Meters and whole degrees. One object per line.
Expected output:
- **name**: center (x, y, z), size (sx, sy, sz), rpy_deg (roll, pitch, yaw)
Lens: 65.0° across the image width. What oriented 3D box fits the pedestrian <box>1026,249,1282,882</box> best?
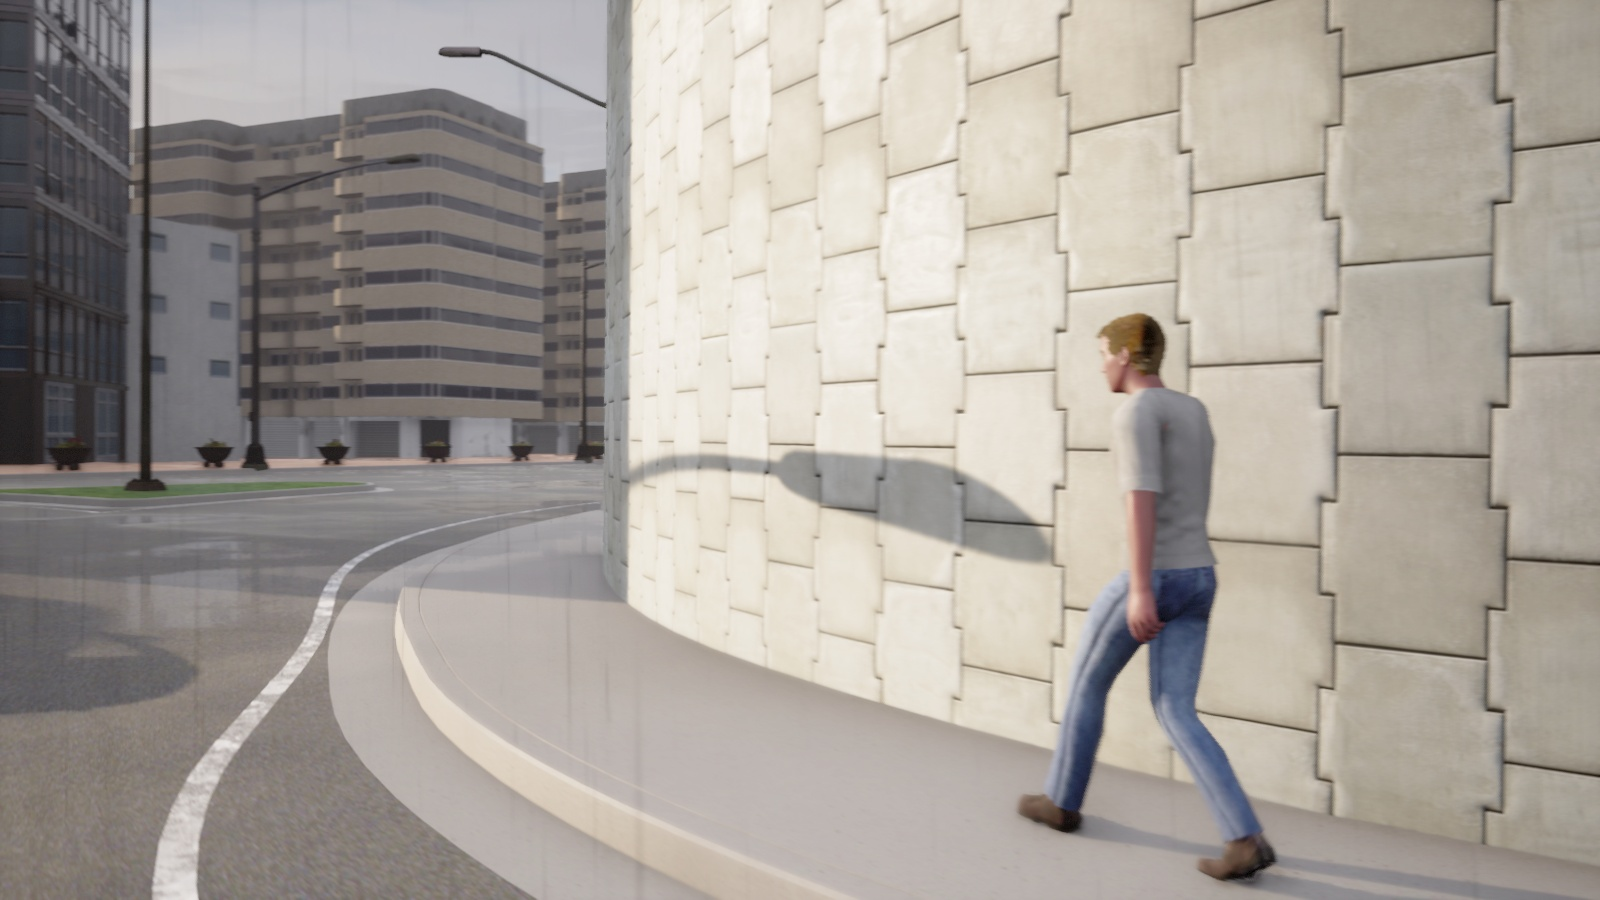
- **pedestrian**: center (1.119, 0.335, 4.027), size (0.354, 1.836, 0.706), rpy_deg (-1, 1, -38)
